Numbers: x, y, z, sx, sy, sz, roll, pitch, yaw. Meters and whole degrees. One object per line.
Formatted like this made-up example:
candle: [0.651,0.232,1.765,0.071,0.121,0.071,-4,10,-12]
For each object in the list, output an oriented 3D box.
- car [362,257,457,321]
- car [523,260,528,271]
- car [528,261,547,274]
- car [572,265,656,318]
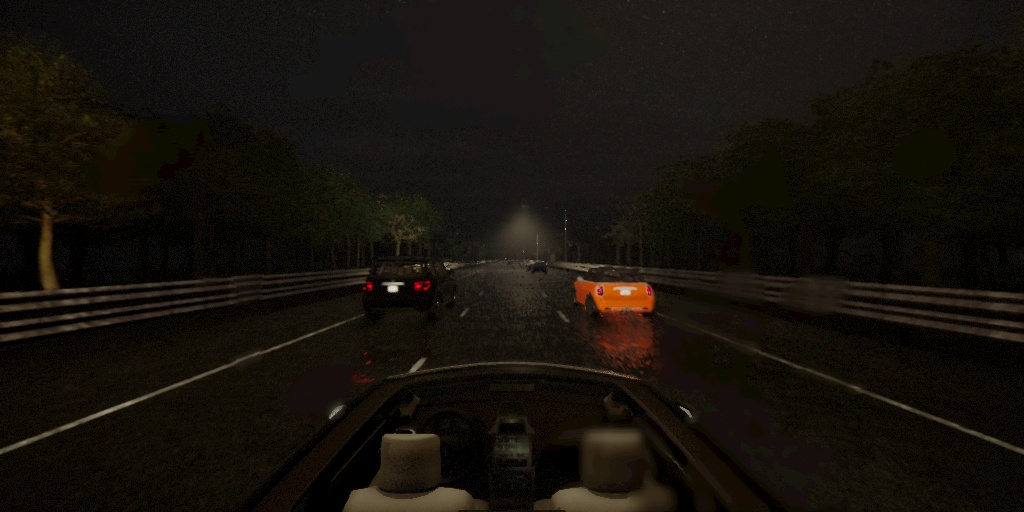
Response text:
car: [-3.397,1.051,12.907,2.150,2.045,5.566,0,0,0]
car: [3.408,1.668,58.167,2.163,1.488,4.792,0,0,0]
car: [3.479,1.559,47.138,1.882,1.535,5.008,0,0,0]
car: [3.602,1.186,13.519,2.097,1.767,4.553,0,0,0]
